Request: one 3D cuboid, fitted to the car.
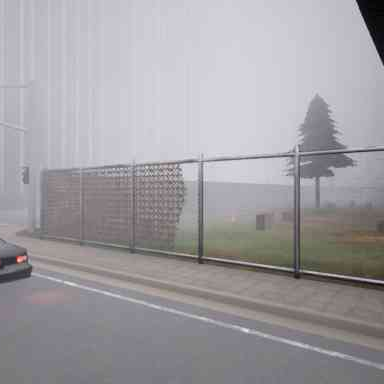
[{"bbox_3d":[-6.207,1.547,8.397,5.357,1.411,2.033,0,0,35],"label":"car"}]
